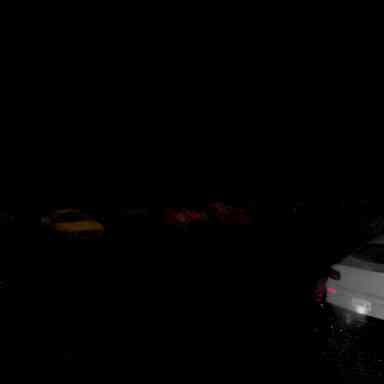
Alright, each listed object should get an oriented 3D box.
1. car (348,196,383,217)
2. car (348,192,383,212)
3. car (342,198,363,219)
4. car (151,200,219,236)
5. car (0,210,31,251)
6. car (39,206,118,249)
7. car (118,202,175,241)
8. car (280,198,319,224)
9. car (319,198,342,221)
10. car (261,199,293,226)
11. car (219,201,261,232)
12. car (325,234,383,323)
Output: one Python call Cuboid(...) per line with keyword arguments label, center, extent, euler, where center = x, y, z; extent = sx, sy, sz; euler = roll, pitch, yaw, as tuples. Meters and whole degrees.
Cuboid(label="car", center=(12.649, 1.318, 27.727), extent=(2.231, 1.521, 4.892), euler=(0, 0, -36))
Cuboid(label="car", center=(17.186, 1.048, 30.936), extent=(2.435, 2.045, 5.566), euler=(0, 0, -35))
Cuboid(label="car", center=(10.384, 1.366, 26.116), extent=(2.002, 1.452, 4.674), euler=(0, 0, -35))
Cuboid(label="car", center=(-0.949, 1.267, 18.075), extent=(2.185, 1.767, 4.553), euler=(0, 0, -35))
Cuboid(label="car", center=(-7.719, 1.480, 13.210), extent=(2.002, 1.452, 4.674), euler=(0, 0, -35))
Cuboid(label="car", center=(-5.348, 1.421, 14.671), extent=(1.946, 1.575, 5.366), euler=(0, 0, -35))
Cuboid(label="car", center=(-3.189, 1.408, 16.432), extent=(2.097, 1.535, 5.008), euler=(0, 0, -35))
Cuboid(label="car", center=(5.874, 1.224, 22.864), extent=(2.185, 1.767, 4.553), euler=(0, 0, -35))
Cuboid(label="car", center=(8.138, 1.212, 24.479), extent=(2.185, 1.767, 4.553), euler=(0, 0, -35))
Cuboid(label="car", center=(3.591, 1.364, 21.282), extent=(2.231, 1.521, 4.892), euler=(0, 0, -35))
Cuboid(label="car", center=(1.337, 1.378, 19.661), extent=(2.097, 1.535, 5.008), euler=(0, 0, -36))
Cuboid(label="car", center=(4.384, 1.482, 6.267), extent=(4.674, 1.442, 1.812), euler=(0, 0, -36))
